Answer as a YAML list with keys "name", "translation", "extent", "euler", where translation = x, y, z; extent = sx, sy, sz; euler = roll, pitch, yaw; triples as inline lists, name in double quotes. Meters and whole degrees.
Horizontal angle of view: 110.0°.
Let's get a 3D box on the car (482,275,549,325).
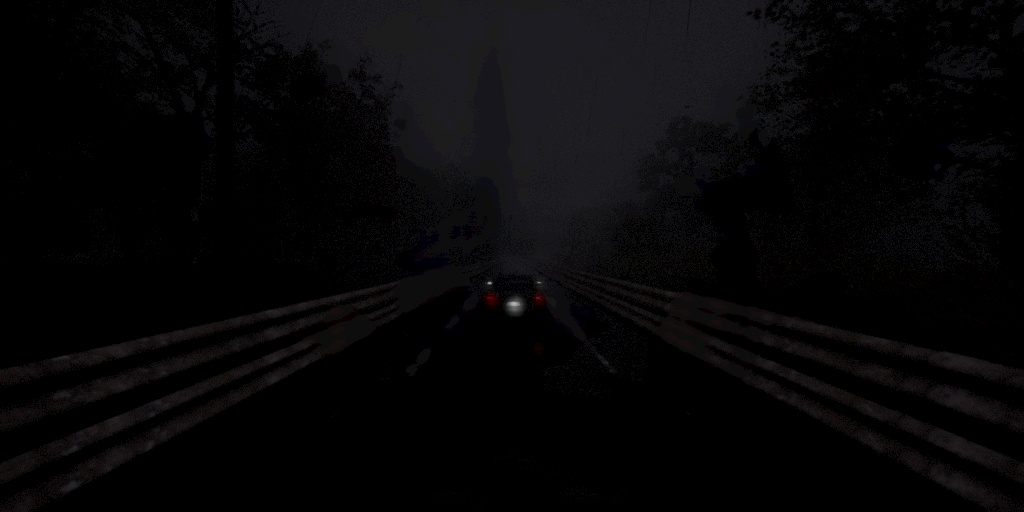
- name: "car"
  translation: [0.098, 1.316, 11.855]
  extent: [1.994, 1.385, 4.181]
  euler: [0, 0, 0]
